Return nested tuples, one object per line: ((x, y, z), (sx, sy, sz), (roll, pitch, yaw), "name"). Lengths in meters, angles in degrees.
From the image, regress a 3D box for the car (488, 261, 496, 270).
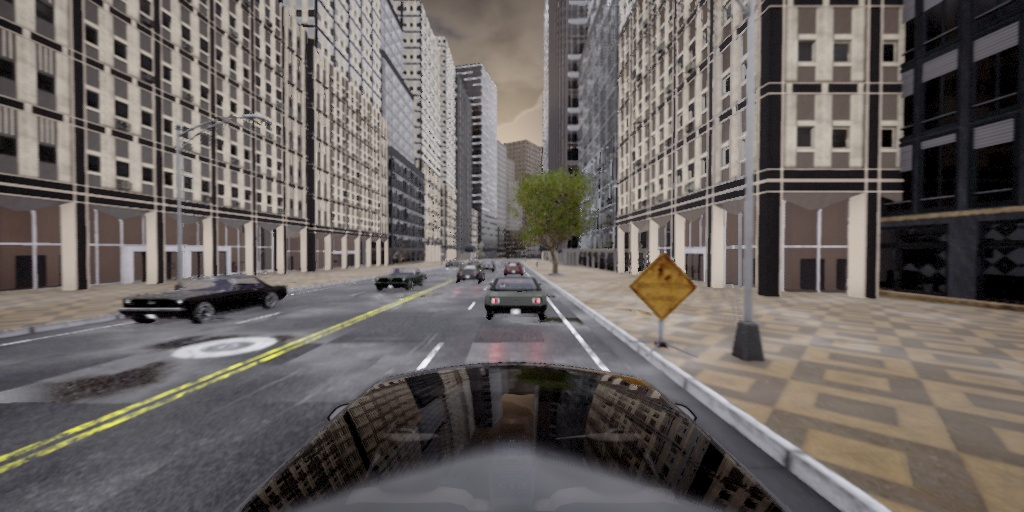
((-3.071, 1.289, 45.866), (2.033, 1.411, 5.357), (0, 0, 0), "car")

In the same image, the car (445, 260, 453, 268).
((-9.698, 1.299, 58.878), (1.994, 1.385, 4.181), (0, 0, 1), "car")

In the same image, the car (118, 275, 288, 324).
((-9.831, 1.340, 11.985), (1.895, 1.301, 4.718), (0, 0, 0), "car")

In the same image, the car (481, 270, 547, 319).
((0.118, 1.350, 12.778), (1.895, 1.301, 4.718), (0, 0, 0), "car")

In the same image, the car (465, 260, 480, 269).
((-6.451, 1.301, 58.955), (1.994, 1.385, 4.181), (0, 0, 1), "car")

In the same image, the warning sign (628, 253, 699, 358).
((2.856, 0.868, 6.895), (1.300, 1.860, 1.060), (0, 0, 0), "warning sign")

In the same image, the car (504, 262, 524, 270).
((0.160, 1.271, 35.553), (1.812, 1.442, 4.674), (0, 0, 0), "car")

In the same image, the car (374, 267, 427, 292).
((-6.534, 1.342, 21.485), (1.895, 1.301, 4.718), (0, 0, 0), "car")

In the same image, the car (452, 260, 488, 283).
((-3.105, 1.269, 27.402), (1.812, 1.442, 4.674), (0, 0, 0), "car")
